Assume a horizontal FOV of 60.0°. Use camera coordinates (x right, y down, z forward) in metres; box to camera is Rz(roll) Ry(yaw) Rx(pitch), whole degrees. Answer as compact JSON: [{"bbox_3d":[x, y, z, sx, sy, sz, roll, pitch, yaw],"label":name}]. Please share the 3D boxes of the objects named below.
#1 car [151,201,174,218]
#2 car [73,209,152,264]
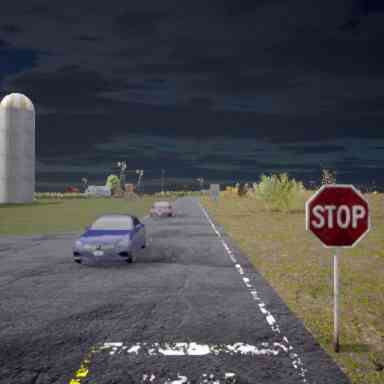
[{"bbox_3d":[-2.693,1.556,30.146,1.812,1.442,4.674,0,0,0],"label":"car"},{"bbox_3d":[-2.728,1.534,12.030,1.812,1.442,4.674,0,0,0],"label":"car"}]
